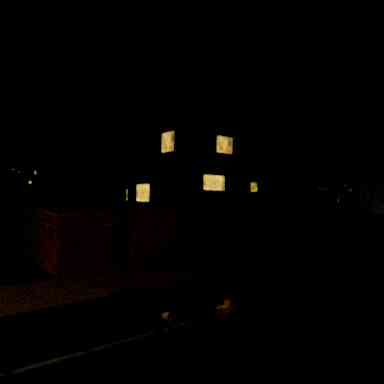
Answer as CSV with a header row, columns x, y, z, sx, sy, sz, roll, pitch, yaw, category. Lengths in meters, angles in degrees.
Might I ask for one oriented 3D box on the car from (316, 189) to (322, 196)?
x,y,z,sx,sy,sz,roll,pitch,yaw,category
21.216,0.213,56.307,2.033,1.411,5.357,1,2,-3,car
